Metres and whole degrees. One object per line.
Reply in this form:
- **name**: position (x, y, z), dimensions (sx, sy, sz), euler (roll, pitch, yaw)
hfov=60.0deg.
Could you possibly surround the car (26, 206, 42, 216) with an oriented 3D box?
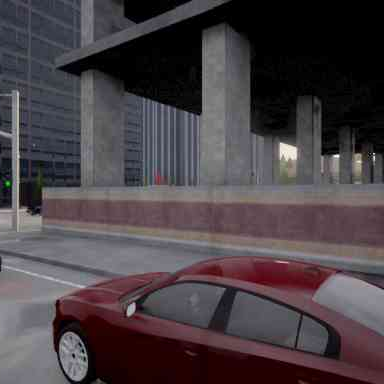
- **car**: position (-14.070, 1.656, 33.511), dimensions (1.895, 1.301, 4.718), euler (0, 0, 36)

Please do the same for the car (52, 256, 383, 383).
- **car**: position (0.470, 1.478, 3.655), dimensions (5.008, 1.535, 1.882), euler (0, 0, 35)

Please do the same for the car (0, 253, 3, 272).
- **car**: position (-6.876, 1.564, 8.844), dimensions (4.181, 1.385, 1.994), euler (0, 0, 36)
